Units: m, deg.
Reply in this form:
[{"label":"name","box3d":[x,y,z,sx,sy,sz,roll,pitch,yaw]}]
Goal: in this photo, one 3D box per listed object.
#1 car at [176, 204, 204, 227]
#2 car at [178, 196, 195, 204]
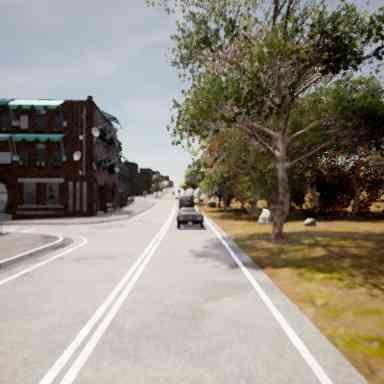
[{"label":"car","box3d":[-0.172,1.818,24.532,1.895,1.301,4.718,0,0,-1]},{"label":"car","box3d":[-0.789,1.532,46.069,2.150,2.045,5.566,0,0,-2]}]
